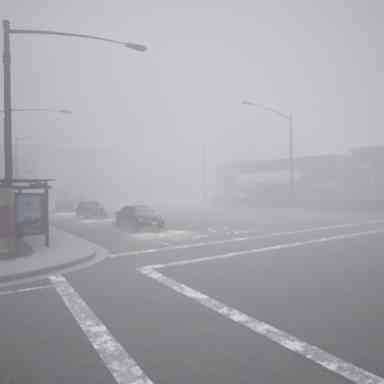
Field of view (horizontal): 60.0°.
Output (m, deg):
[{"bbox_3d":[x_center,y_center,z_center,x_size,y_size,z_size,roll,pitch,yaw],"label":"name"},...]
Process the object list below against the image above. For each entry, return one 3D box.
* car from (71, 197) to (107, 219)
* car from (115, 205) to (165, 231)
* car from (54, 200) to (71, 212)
[{"bbox_3d":[-9.126,1.530,29.875,1.837,1.490,4.892,-1,1,-32],"label":"car"},{"bbox_3d":[-3.442,1.554,21.077,1.812,1.442,4.674,-1,0,-33],"label":"car"},{"bbox_3d":[-15.515,1.618,40.352,1.895,1.301,4.718,-1,1,-27],"label":"car"}]
